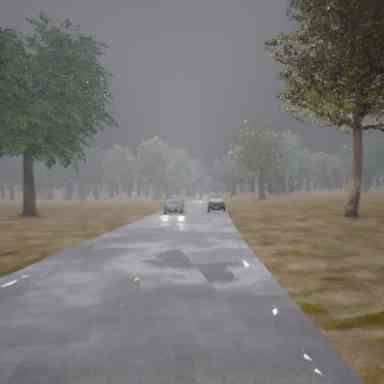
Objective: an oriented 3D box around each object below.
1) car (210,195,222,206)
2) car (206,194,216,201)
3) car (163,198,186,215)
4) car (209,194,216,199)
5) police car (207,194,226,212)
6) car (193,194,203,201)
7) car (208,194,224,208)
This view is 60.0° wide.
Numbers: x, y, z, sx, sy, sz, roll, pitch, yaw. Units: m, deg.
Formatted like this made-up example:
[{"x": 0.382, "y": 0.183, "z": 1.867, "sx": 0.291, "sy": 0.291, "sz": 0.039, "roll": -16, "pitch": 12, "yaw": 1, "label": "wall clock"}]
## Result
[{"x": 3.743, "y": 1.290, "z": 51.682, "sx": 1.837, "sy": 1.490, "sz": 4.892, "roll": 0, "pitch": 0, "yaw": 4, "label": "car"}, {"x": 4.036, "y": 1.107, "z": 69.794, "sx": 2.128, "sy": 1.511, "sz": 4.902, "roll": 0, "pitch": 0, "yaw": 4, "label": "car"}, {"x": -1.631, "y": 1.360, "z": 32.252, "sx": 1.837, "sy": 1.490, "sz": 4.892, "roll": 0, "pitch": 0, "yaw": 4, "label": "car"}, {"x": 5.512, "y": 1.133, "z": 90.359, "sx": 1.895, "sy": 1.301, "sz": 4.718, "roll": 0, "pitch": 0, "yaw": 4, "label": "car"}, {"x": 2.624, "y": 1.274, "z": 35.830, "sx": 1.930, "sy": 1.638, "sz": 5.238, "roll": 0, "pitch": 0, "yaw": 4, "label": "police car"}, {"x": 1.365, "y": 1.194, "z": 73.380, "sx": 2.128, "sy": 1.511, "sz": 4.902, "roll": 0, "pitch": 0, "yaw": 4, "label": "car"}, {"x": 3.318, "y": 1.158, "z": 45.667, "sx": 2.097, "sy": 1.767, "sz": 4.553, "roll": 0, "pitch": 0, "yaw": 4, "label": "car"}]
